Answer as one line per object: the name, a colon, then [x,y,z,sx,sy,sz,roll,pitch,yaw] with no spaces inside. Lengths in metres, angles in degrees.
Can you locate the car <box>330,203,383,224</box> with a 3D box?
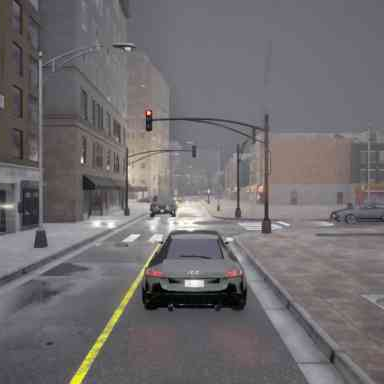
car: [12.059,1.515,23.606,4.181,1.385,1.994,0,0,0]

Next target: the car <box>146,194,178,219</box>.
car: [-2.624,1.230,29.989,2.150,2.045,5.566,0,0,-4]

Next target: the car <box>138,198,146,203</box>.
car: [-8.963,1.597,69.975,4.674,1.442,1.812,0,0,9]

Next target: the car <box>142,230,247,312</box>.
car: [0.053,1.564,7.799,1.994,1.385,4.181,0,0,0]

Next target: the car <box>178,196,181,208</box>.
car: [-2.826,1.493,44.671,1.882,1.535,5.008,0,0,0]
